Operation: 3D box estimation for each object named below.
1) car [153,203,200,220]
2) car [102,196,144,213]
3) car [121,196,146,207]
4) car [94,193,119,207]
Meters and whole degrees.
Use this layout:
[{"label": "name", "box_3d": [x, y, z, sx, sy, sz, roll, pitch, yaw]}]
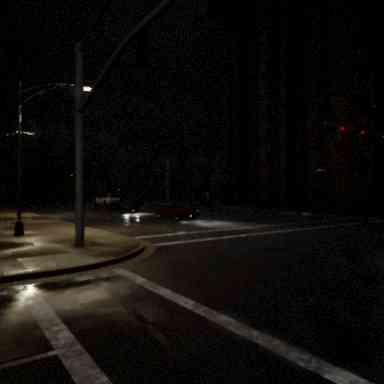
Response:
[{"label": "car", "box_3d": [-1.371, 1.589, 28.112, 1.895, 1.301, 4.718, 0, 0, -36]}, {"label": "car", "box_3d": [-7.639, 1.536, 36.736, 2.033, 1.411, 5.357, 0, 0, -36]}, {"label": "car", "box_3d": [-9.103, 1.474, 51.454, 2.128, 1.511, 4.902, 0, 0, -31]}, {"label": "car", "box_3d": [-12.549, 1.206, 49.434, 2.150, 2.045, 5.566, 0, 0, -39]}]
